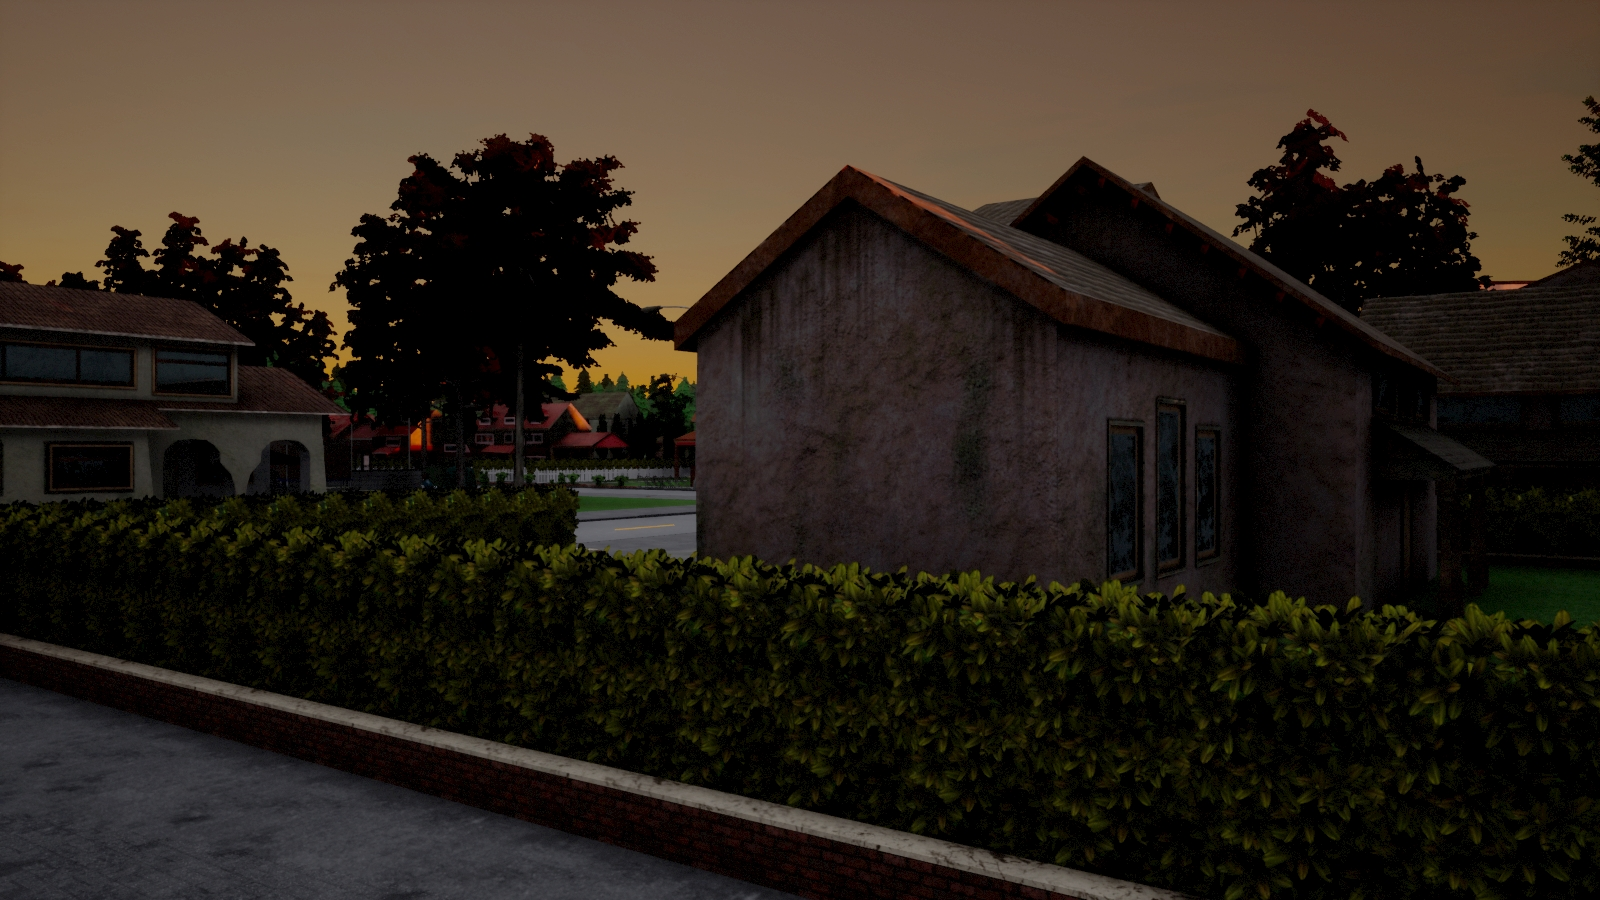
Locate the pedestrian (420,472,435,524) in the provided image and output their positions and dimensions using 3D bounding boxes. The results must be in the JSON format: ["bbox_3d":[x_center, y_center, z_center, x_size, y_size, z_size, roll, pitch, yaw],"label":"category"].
[{"bbox_3d":[-13.558,1.733,41.593,0.375,1.860,0.375,0,0,37],"label":"pedestrian"}]
